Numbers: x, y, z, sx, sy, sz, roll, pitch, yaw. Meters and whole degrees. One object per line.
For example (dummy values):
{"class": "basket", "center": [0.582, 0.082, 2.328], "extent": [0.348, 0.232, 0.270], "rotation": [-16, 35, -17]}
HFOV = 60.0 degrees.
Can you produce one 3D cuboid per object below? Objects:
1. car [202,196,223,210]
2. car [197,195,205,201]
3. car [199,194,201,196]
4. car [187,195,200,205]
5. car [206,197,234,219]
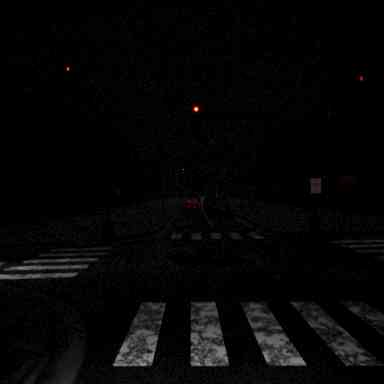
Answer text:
{"class": "car", "center": [2.577, 1.373, 35.097], "extent": [2.192, 1.841, 5.009], "rotation": [-1, 0, 0]}
{"class": "car", "center": [2.491, 1.746, 94.523], "extent": [1.967, 1.590, 4.097], "rotation": [-1, 0, 0]}
{"class": "car", "center": [2.889, 1.530, 67.866], "extent": [2.097, 1.767, 4.553], "rotation": [0, 0, 0]}
{"class": "car", "center": [0.020, 1.744, 60.149], "extent": [1.895, 1.301, 4.718], "rotation": [0, 0, 0]}
{"class": "car", "center": [2.586, 1.484, 29.695], "extent": [1.967, 1.590, 4.097], "rotation": [-1, 0, 0]}
